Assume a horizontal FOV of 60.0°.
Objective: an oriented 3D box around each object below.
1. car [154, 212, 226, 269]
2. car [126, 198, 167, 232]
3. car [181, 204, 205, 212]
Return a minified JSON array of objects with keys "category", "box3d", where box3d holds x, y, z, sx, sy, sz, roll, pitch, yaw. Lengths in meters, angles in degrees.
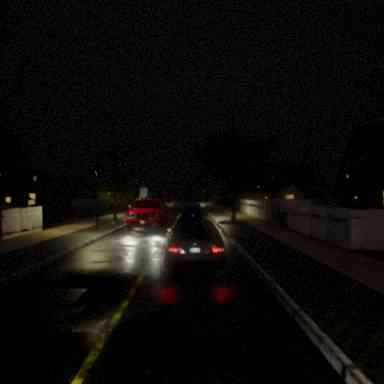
[{"category":"car","box3d":[0.094,1.642,11.465,2.033,1.411,5.357,0,-1,0]},{"category":"car","box3d":[-2.849,1.411,21.934,2.150,2.045,5.566,0,-1,0]},{"category":"car","box3d":[0.094,1.733,28.634,1.882,1.535,5.008,0,0,0]}]
